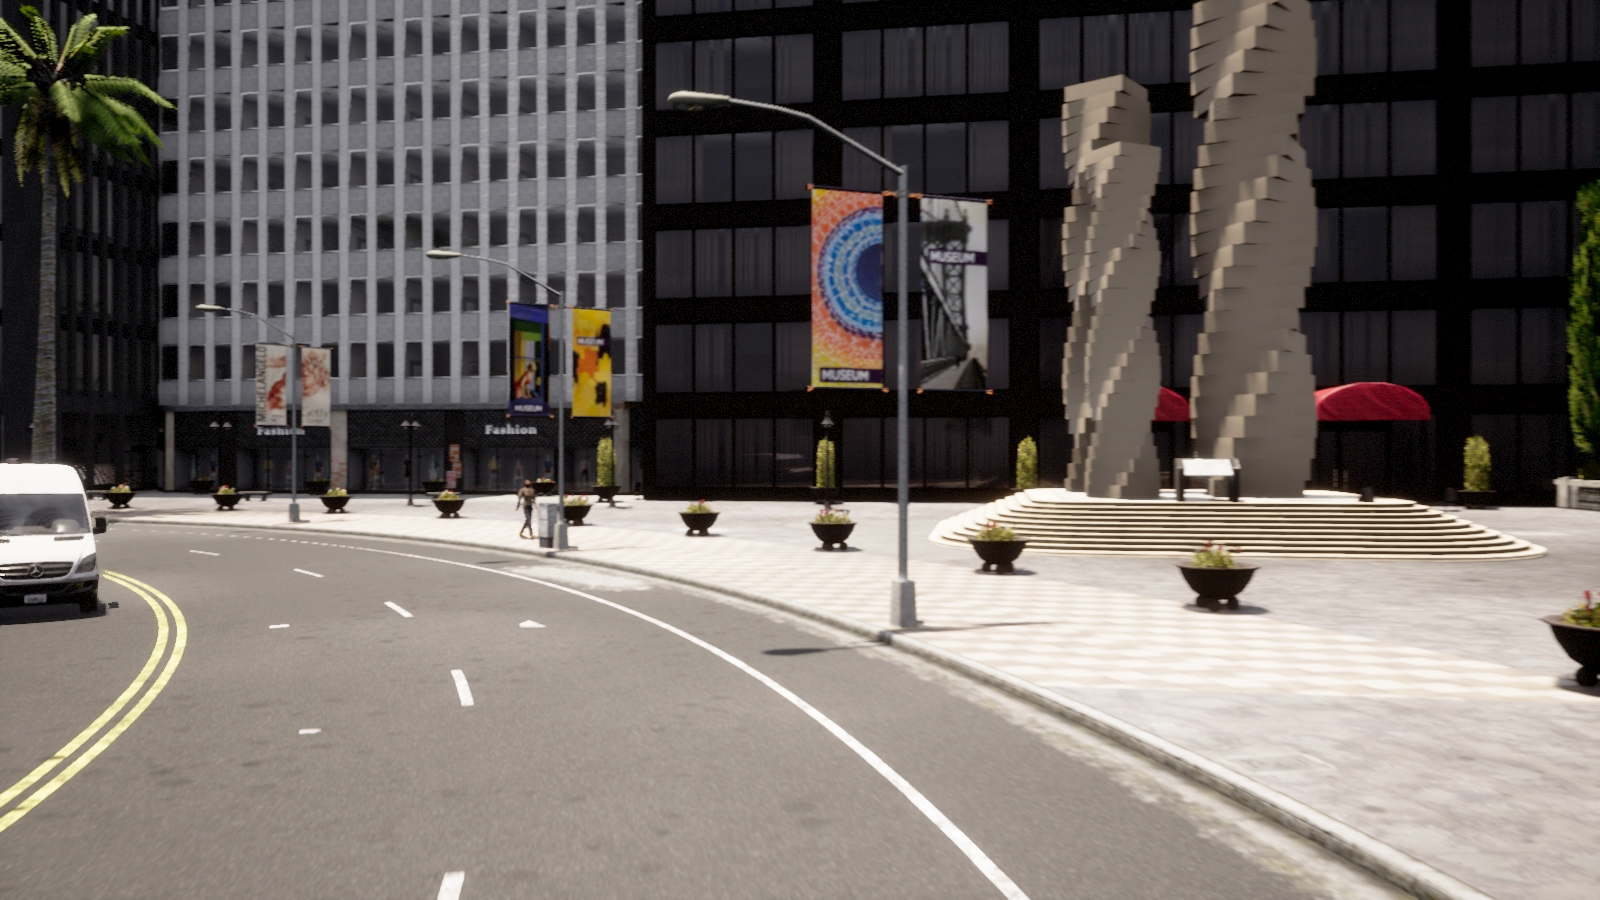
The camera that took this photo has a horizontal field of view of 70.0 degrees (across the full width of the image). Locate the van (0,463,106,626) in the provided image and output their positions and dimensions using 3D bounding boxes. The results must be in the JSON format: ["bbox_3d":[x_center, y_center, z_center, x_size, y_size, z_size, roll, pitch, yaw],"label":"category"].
[{"bbox_3d":[-14.247,1.546,20.906,1.988,2.561,5.915,0,0,-38],"label":"van"}]

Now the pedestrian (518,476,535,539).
[{"bbox_3d":[-8.126,1.703,33.938,0.375,1.860,0.375,0,0,-41],"label":"pedestrian"}]
